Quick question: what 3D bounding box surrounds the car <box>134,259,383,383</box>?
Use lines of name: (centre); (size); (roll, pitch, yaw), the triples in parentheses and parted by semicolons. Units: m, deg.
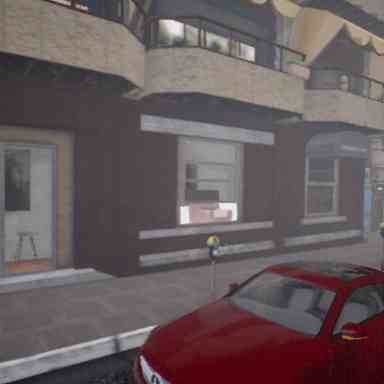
car: (1.404, 1.543, 3.942); (4.206, 1.307, 1.802); (1, 0, -35)
